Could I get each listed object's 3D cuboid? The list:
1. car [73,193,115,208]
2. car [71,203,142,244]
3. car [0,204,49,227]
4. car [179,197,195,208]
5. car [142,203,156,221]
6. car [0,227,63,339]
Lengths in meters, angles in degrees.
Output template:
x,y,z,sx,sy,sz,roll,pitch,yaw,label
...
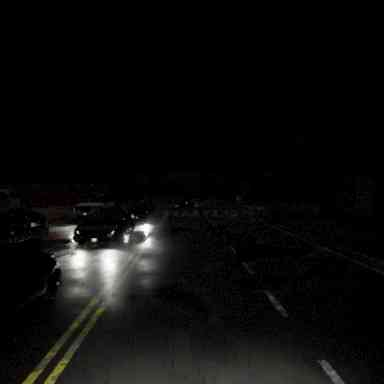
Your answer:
x,y,z,sx,sy,sz,roll,pitch,yaw,label
-7.459,1.145,25.763,2.150,2.045,5.566,0,0,-1,car
-3.851,1.466,15.596,2.033,1.411,5.357,0,0,-1,car
-7.304,1.453,13.065,1.837,1.490,4.892,0,0,-1,car
-0.687,1.281,42.544,1.994,1.385,4.181,0,1,-1,car
-3.958,1.508,25.831,1.895,1.301,4.718,0,0,-1,car
-3.668,1.546,5.280,1.994,1.385,4.181,0,0,-1,car
